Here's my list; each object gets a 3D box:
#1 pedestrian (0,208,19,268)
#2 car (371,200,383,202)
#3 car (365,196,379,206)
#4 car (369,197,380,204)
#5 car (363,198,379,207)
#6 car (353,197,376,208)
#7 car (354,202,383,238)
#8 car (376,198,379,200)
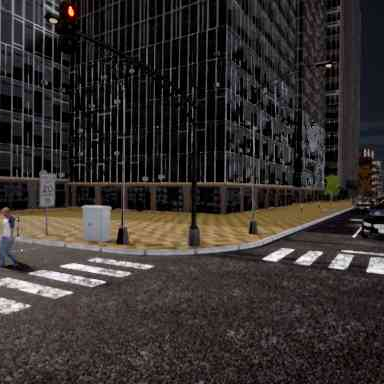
[{"bbox_3d":[-5.437,1.289,9.947,0.375,1.860,0.375,1,1,30],"label":"pedestrian"},{"bbox_3d":[14.863,1.571,25.360,1.812,1.442,4.674,1,0,31],"label":"car"},{"bbox_3d":[31.254,1.540,57.610,1.967,1.590,4.097,1,0,31],"label":"car"},{"bbox_3d":[36.940,1.709,67.245,1.802,1.307,4.206,1,0,31],"label":"car"},{"bbox_3d":[28.415,1.637,52.792,2.008,1.369,4.403,1,0,31],"label":"car"},{"bbox_3d":[19.780,1.595,38.406,2.008,1.369,4.403,1,0,31],"label":"car"},{"bbox_3d":[9.886,1.512,17.119,2.128,1.511,4.902,1,0,31],"label":"car"},{"bbox_3d":[20.319,1.549,34.316,1.882,1.535,5.008,1,0,31],"label":"car"}]
